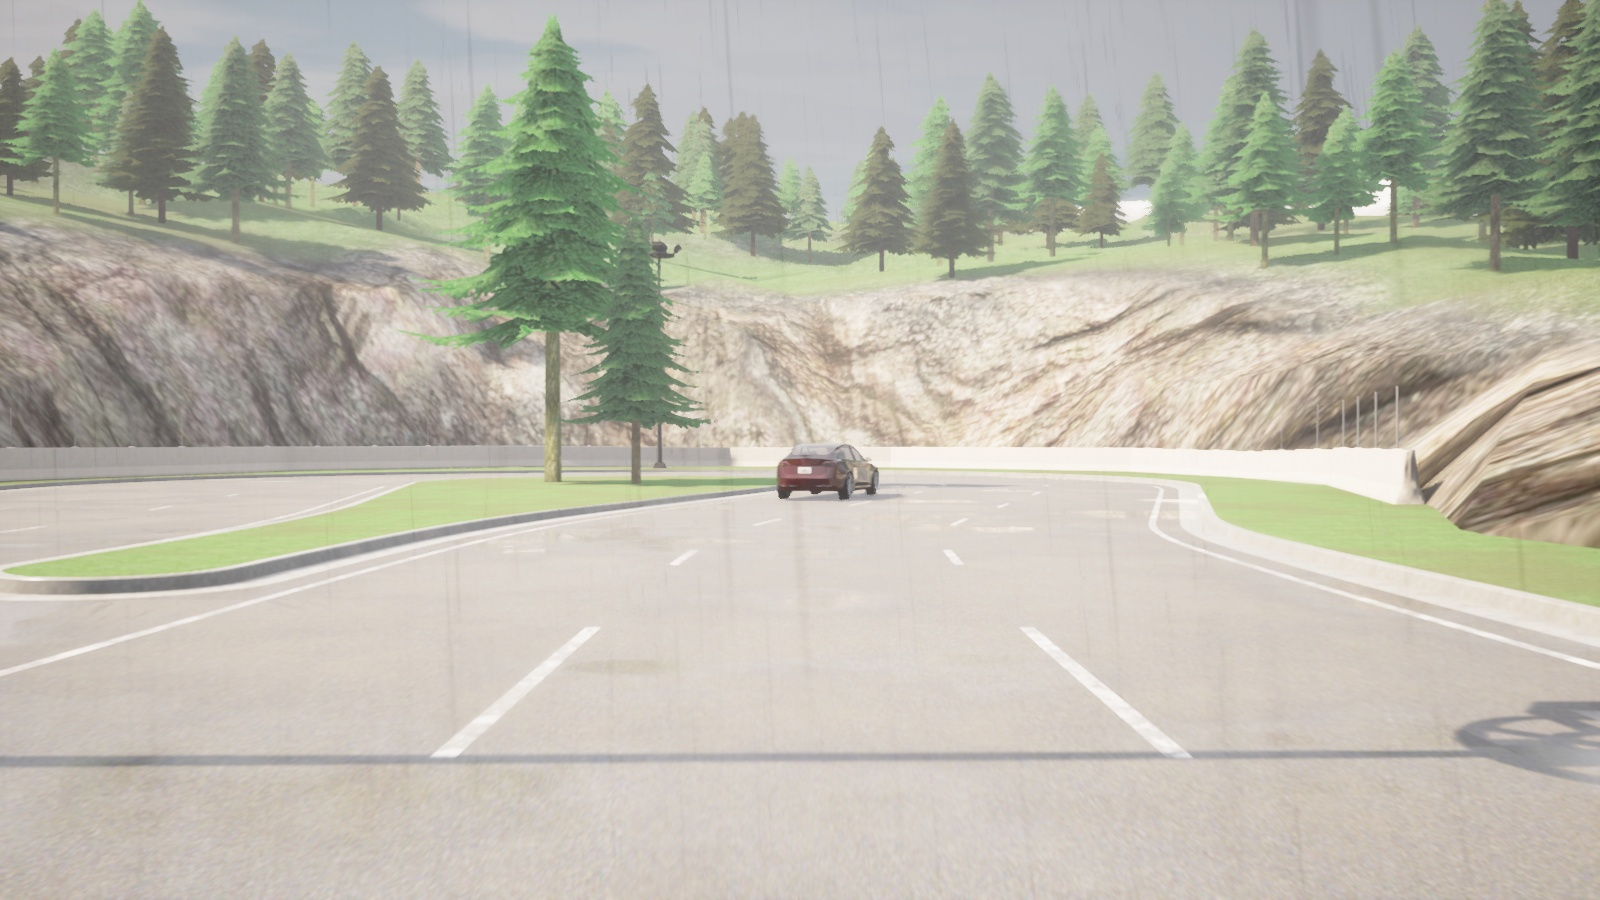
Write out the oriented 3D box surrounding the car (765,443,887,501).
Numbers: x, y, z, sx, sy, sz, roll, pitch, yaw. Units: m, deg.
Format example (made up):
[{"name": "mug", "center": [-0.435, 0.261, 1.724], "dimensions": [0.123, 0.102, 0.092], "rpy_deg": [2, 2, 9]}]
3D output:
[{"name": "car", "center": [0.812, 0.552, 34.629], "dimensions": [2.163, 1.488, 4.792], "rpy_deg": [0, 0, 17]}]
